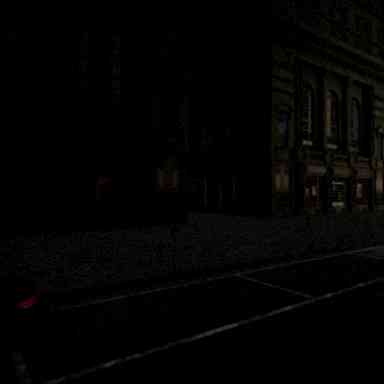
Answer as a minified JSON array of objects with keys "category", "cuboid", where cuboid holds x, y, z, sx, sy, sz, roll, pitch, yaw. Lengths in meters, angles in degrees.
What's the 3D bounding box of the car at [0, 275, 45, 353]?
[{"category":"car","cuboid":[-3.978,1.583,3.807,4.206,1.307,1.802,0,0,-36]}]
